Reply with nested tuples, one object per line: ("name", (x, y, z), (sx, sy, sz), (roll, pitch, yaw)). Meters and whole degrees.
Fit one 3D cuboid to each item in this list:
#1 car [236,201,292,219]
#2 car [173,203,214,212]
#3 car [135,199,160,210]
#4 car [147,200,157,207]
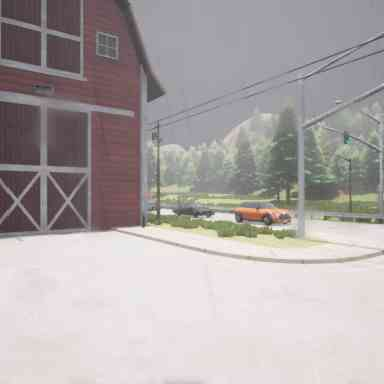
("car", (5.404, 1.524, 25.577), (2.097, 1.767, 4.553), (0, 0, -34))
("car", (0.026, 1.770, 33.435), (2.033, 1.411, 5.357), (0, 0, -34))
("car", (-6.640, 1.847, 49.556), (1.812, 1.442, 4.674), (0, 0, -34))
("car", (-5.594, 1.839, 41.650), (1.994, 1.385, 4.181), (0, 0, -35))
